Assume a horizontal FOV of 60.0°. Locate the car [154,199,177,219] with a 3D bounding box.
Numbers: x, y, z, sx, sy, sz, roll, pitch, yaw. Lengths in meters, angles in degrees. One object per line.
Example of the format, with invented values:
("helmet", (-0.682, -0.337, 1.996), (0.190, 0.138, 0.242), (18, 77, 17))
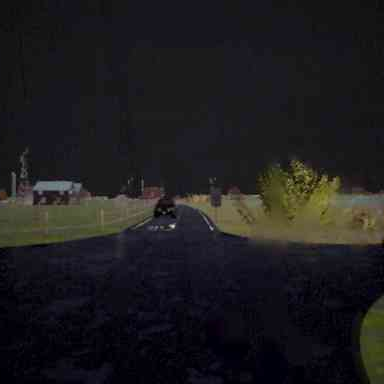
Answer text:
("car", (-2.773, 1.725, 35.472), (2.150, 2.045, 5.566), (0, -1, 0))
